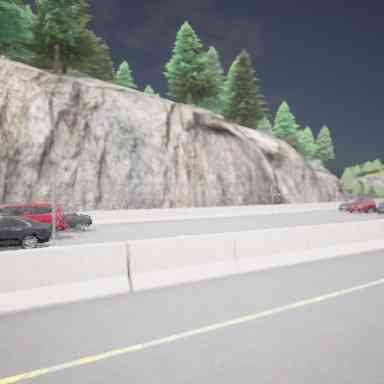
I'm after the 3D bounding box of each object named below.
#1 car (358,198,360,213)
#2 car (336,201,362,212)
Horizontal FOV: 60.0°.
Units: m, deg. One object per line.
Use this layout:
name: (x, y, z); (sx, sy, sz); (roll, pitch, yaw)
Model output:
car: (22.716, 1.793, 44.137); (2.150, 2.045, 5.566); (-2, -1, 44)
car: (23.911, 2.164, 50.482); (2.128, 1.511, 4.902); (-2, -1, 43)
